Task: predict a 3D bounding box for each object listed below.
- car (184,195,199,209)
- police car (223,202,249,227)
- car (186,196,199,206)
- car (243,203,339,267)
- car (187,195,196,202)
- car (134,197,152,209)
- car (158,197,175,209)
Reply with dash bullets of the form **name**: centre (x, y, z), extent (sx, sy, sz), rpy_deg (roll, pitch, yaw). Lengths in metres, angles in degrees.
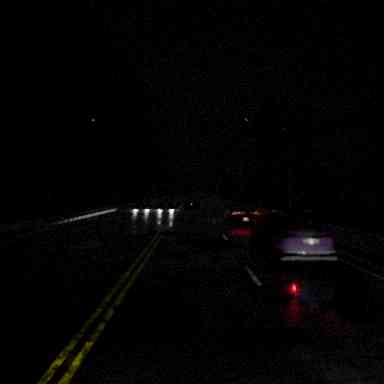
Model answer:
- **car**: centre (-0.055, 1.507, 43.779), extent (1.994, 1.385, 4.181), rpy_deg (0, 0, 0)
- **police car**: centre (3.224, 1.449, 22.303), extent (2.038, 1.542, 4.974), rpy_deg (0, 0, 0)
- **car**: centre (0.033, 1.455, 56.053), extent (2.128, 1.511, 4.902), rpy_deg (0, 0, 0)
- **car**: centre (3.237, 1.397, 11.301), extent (2.033, 1.649, 4.856), rpy_deg (0, 0, 0)
- **car**: centre (-0.085, 1.510, 73.829), extent (1.837, 1.490, 4.892), rpy_deg (0, 0, 0)
- **car**: centre (-6.573, 1.472, 44.769), extent (1.812, 1.442, 4.674), rpy_deg (0, 0, 0)
- **car**: centre (-3.331, 1.452, 43.974), extent (1.837, 1.490, 4.892), rpy_deg (0, -1, 0)
